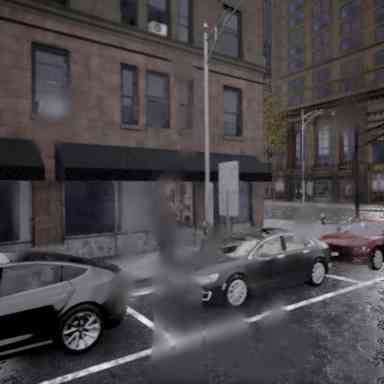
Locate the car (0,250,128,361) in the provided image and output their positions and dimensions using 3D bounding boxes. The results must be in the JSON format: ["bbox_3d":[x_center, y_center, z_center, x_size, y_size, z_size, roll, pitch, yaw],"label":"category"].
[{"bbox_3d":[-3.013,1.566,4.513,4.313,1.339,1.947,0,-1,-35],"label":"car"}]

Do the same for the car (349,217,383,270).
[{"bbox_3d":[5.951,1.537,10.907,4.507,1.381,1.887,0,-1,-35],"label":"car"}]

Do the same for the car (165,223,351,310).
[{"bbox_3d":[1.469,1.547,7.710,4.403,1.369,2.008,0,-1,-35],"label":"car"}]
